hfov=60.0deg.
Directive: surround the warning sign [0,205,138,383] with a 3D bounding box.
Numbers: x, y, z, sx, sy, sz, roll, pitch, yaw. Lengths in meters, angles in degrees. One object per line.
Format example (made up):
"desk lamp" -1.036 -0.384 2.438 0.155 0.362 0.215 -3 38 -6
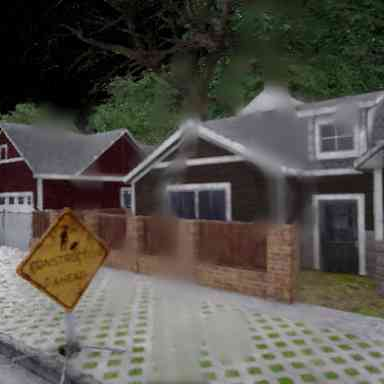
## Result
"warning sign" -1.548 1.120 4.148 1.060 1.860 1.300 -2 0 35
